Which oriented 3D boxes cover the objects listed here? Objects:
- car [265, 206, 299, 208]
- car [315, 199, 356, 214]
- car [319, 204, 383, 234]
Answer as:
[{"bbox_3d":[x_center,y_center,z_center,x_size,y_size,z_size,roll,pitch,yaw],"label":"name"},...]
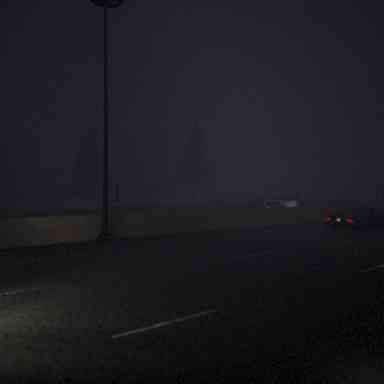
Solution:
[{"bbox_3d":[10.394,1.244,37.157,5.566,2.045,2.150,0,0,-35],"label":"car"},{"bbox_3d":[15.905,1.531,36.760,4.892,1.490,1.837,1,0,-35],"label":"car"},{"bbox_3d":[9.953,1.561,19.422,5.357,1.411,2.033,0,0,-36],"label":"car"}]
